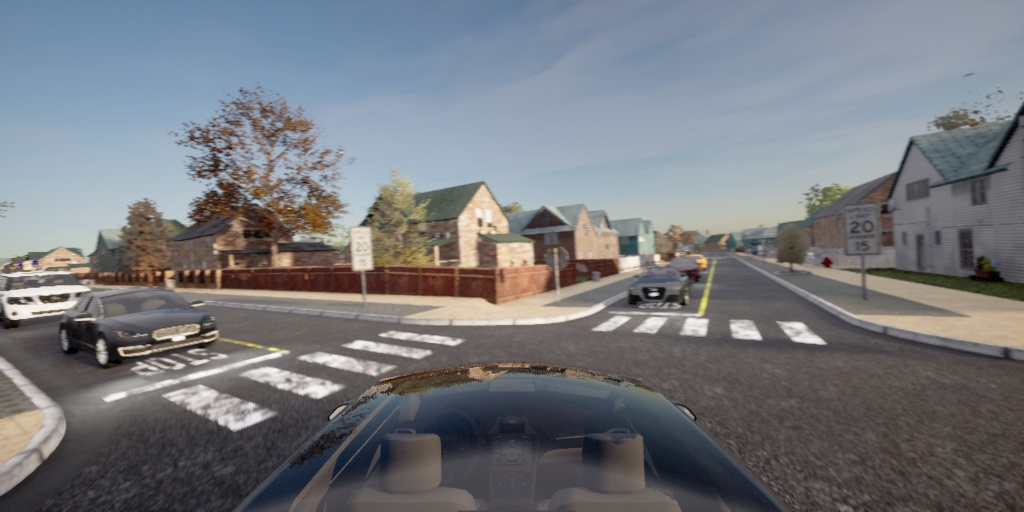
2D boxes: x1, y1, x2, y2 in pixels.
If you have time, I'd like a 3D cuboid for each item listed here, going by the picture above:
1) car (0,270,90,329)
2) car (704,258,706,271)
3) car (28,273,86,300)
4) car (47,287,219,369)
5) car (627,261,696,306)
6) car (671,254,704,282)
[{"bbox_3d":[-19.572,1.654,14.909,5.566,2.045,2.150,-2,2,30],"label":"car"},{"bbox_3d":[17.686,0.601,34.754,1.882,1.535,5.008,-3,-1,30],"label":"car"},{"bbox_3d":[-34.512,2.253,27.183,4.553,1.767,2.097,-2,1,31],"label":"car"},{"bbox_3d":[-9.249,1.580,8.833,4.892,1.490,1.837,-2,1,29],"label":"car"},{"bbox_3d":[5.896,1.112,14.195,1.994,1.385,4.181,-3,-1,30],"label":"car"},{"bbox_3d":[11.328,0.832,23.695,1.882,1.535,5.008,-3,-1,29],"label":"car"}]
